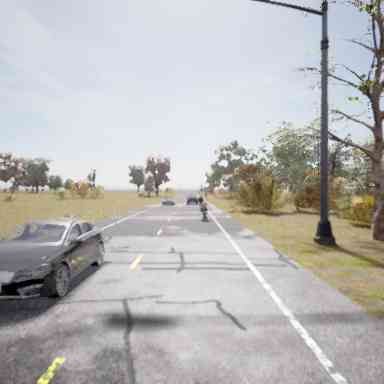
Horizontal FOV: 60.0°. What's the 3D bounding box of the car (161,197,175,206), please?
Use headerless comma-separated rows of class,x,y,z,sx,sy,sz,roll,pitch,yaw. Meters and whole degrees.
car,-3.570,1.373,50.699,1.895,1.301,4.718,0,0,0

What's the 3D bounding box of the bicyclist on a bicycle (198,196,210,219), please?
bicyclist on a bicycle,0.982,1.320,25.653,0.866,1.612,1.509,0,0,0

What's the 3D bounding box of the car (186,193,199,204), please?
car,0.093,1.255,55.704,1.837,1.490,4.892,0,0,0

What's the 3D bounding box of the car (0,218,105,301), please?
car,-3.599,1.452,8.425,2.128,1.511,4.902,0,0,0

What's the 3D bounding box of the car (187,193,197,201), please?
car,0.003,1.022,74.289,2.097,1.767,4.553,0,0,0
